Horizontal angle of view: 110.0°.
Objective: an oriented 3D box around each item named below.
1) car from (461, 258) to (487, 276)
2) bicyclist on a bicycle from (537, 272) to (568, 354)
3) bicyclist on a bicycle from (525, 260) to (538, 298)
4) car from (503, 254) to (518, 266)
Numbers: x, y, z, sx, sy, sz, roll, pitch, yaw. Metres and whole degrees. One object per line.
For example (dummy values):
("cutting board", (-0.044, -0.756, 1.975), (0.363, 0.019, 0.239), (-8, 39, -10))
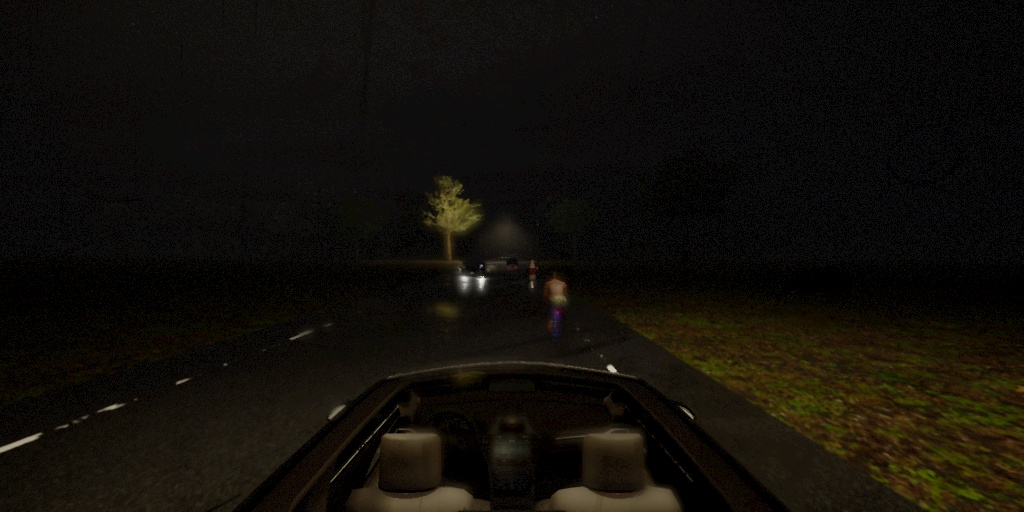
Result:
("car", (-3.619, 0.944, 34.720), (2.097, 1.767, 4.553), (0, 0, 0))
("bicyclist on a bicycle", (0.956, 1.188, 7.770), (0.582, 1.620, 1.656), (0, 0, 0))
("bicyclist on a bicycle", (0.950, 1.058, 17.118), (0.659, 1.776, 1.843), (0, 1, 0))
("car", (0.065, 0.855, 60.335), (2.128, 1.511, 4.902), (0, 1, 0))
